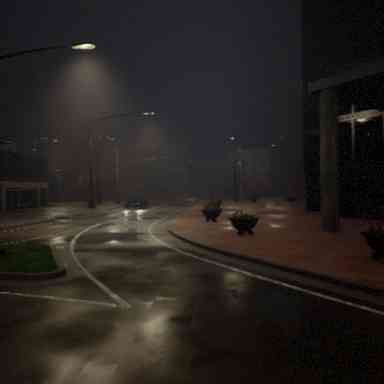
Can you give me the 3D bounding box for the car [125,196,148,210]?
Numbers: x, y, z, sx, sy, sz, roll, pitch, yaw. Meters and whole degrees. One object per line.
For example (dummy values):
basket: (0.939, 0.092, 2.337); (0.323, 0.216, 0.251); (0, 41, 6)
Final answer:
car: (-6.363, 1.201, 38.474); (1.812, 1.442, 4.674); (-1, 0, 5)
